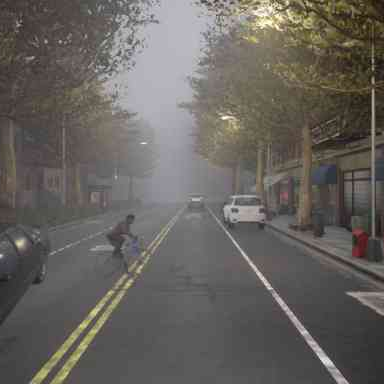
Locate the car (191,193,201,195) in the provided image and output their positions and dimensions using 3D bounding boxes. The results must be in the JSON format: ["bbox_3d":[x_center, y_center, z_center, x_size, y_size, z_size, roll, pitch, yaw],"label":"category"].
[{"bbox_3d":[0.617,1.221,50.859,2.150,2.045,5.566,0,0,1],"label":"car"}]

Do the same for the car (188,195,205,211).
[{"bbox_3d":[0.537,1.491,40.428,2.128,1.511,4.902,0,0,1],"label":"car"}]

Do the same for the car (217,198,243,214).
[{"bbox_3d":[4.040,1.481,36.030,2.231,1.521,4.892,0,0,1],"label":"car"}]

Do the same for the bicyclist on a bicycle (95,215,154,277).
[{"bbox_3d":[-1.799,1.411,8.819,1.656,1.620,0.582,-6,-20,11],"label":"bicyclist on a bicycle"}]

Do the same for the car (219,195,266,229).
[{"bbox_3d":[3.290,1.229,21.672,2.435,2.045,5.566,0,0,1],"label":"car"}]

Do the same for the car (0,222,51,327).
[{"bbox_3d":[-3.848,1.347,5.692,2.033,1.411,5.357,1,7,-11],"label":"car"}]
